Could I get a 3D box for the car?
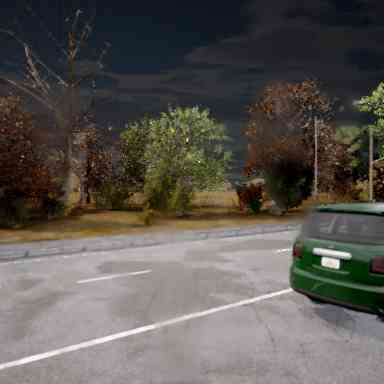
[{"bbox_3d":[4.403,1.227,6.886,5.566,2.045,2.150,0,0,-36],"label":"car"}]
